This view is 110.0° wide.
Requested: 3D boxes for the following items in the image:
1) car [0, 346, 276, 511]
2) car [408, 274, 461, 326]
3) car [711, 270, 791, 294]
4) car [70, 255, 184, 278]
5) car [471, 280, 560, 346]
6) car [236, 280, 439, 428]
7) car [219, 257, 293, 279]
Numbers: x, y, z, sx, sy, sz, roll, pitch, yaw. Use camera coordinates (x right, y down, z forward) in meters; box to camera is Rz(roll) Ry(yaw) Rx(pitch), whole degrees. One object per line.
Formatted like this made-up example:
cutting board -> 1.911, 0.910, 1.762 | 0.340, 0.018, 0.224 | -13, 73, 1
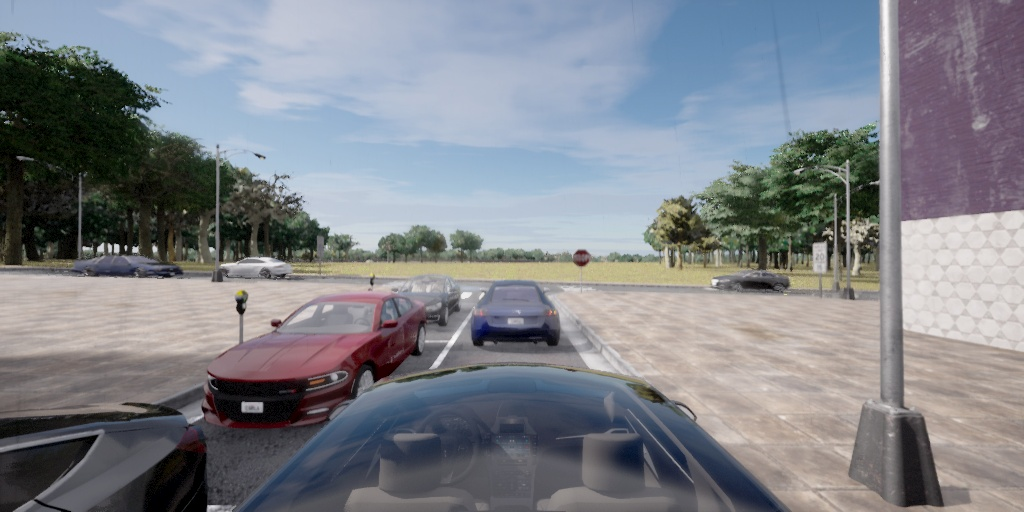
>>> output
car -> -2.634, 1.317, 0.348 | 1.948, 1.339, 4.313 | 0, 0, 0
car -> -2.659, 1.289, 11.430 | 2.007, 1.370, 4.403 | 0, 0, 0
car -> 16.494, 1.733, 24.873 | 4.902, 1.511, 2.128 | 2, 0, 0
car -> -23.353, 0.656, 21.854 | 5.357, 1.411, 2.033 | 2, 0, 0
car -> 0.075, 1.305, 9.369 | 1.994, 1.385, 4.181 | 0, 0, 0
car -> -2.646, 1.290, 5.888 | 1.888, 1.381, 4.507 | 0, 0, 0
car -> -17.742, 0.810, 24.807 | 4.674, 1.442, 1.812 | 2, -1, 0
